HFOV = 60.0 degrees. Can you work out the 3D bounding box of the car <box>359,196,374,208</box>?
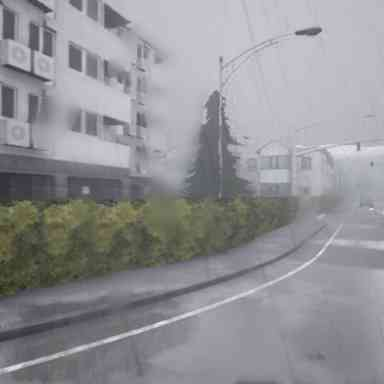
[{"bbox_3d":[31.250,1.815,59.544,2.150,2.045,5.566,0,0,28],"label":"car"}]
